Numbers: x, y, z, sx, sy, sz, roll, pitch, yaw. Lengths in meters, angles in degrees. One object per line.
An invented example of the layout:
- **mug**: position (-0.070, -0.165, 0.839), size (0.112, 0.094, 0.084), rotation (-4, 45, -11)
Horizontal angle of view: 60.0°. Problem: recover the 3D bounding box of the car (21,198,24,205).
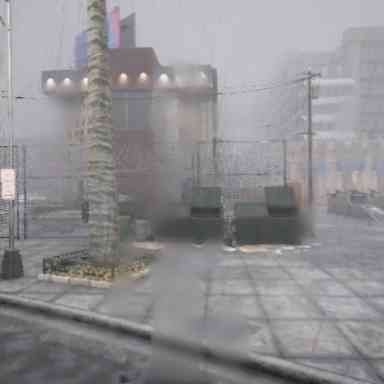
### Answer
- **car**: position (-16.057, 1.573, 37.379), size (4.674, 1.452, 2.002), rotation (-1, 0, 4)
